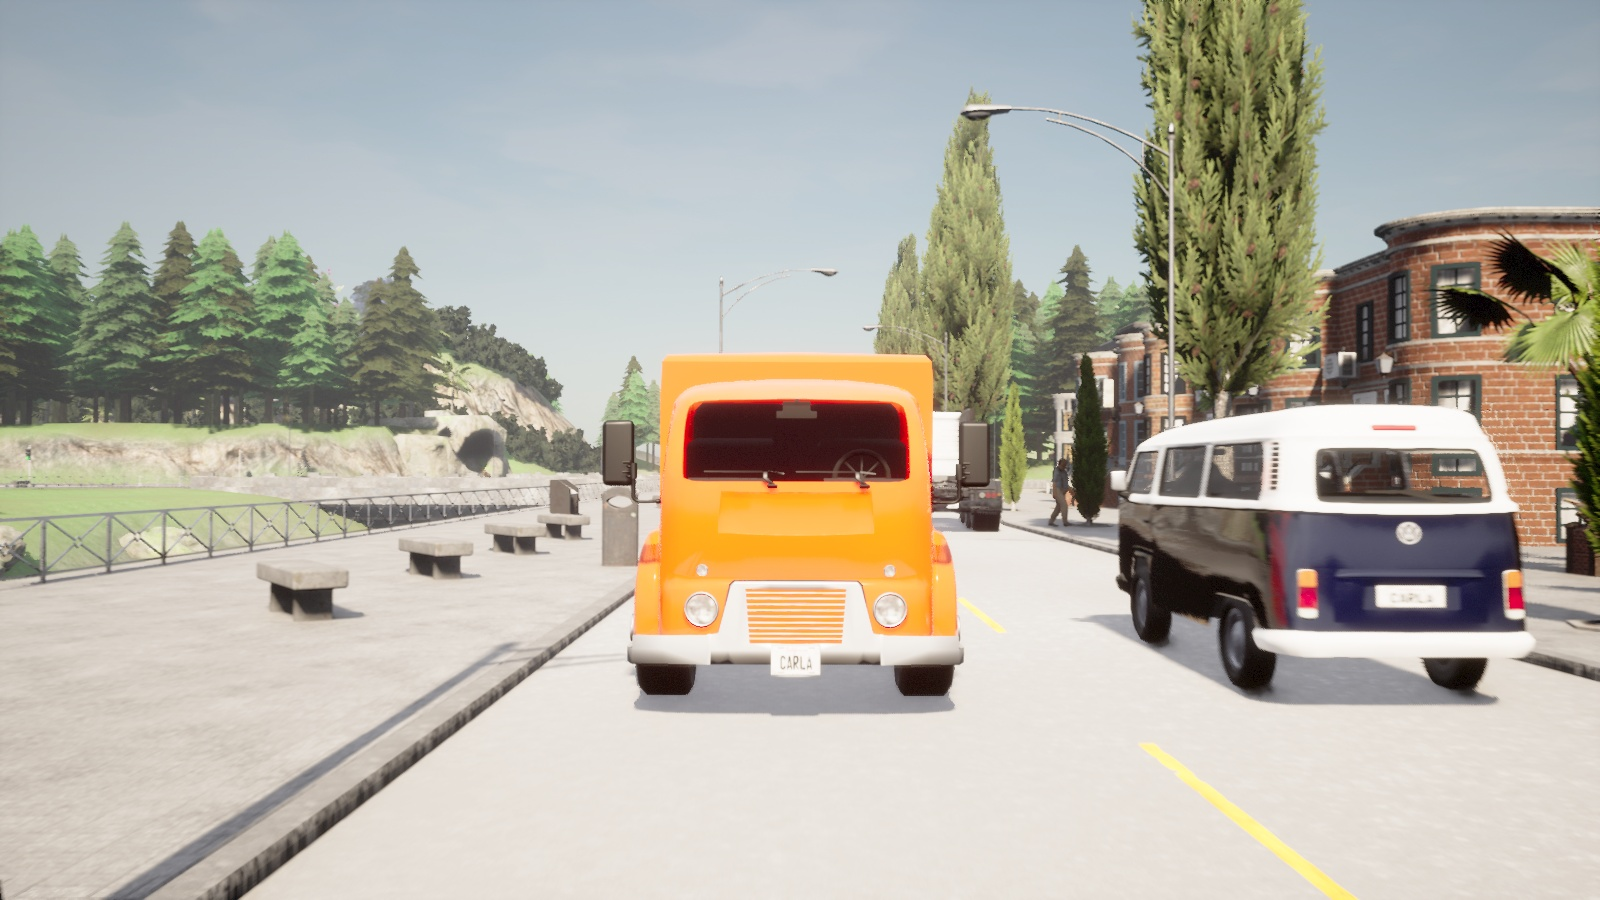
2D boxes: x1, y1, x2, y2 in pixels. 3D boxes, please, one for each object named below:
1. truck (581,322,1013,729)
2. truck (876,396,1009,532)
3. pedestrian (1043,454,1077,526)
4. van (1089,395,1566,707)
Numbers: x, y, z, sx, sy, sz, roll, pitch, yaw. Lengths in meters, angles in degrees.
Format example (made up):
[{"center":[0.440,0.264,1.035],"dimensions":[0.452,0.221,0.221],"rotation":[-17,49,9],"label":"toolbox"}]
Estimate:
[{"center":[-0.030,0.500,10.264],"dimensions":[2.627,2.467,5.204],"rotation":[0,-1,0],"label":"truck"},{"center":[3.902,0.424,36.259],"dimensions":[2.891,3.462,7.936],"rotation":[0,-1,0],"label":"truck"},{"center":[6.813,1.047,32.887],"dimensions":[0.694,1.848,0.540],"rotation":[-1,-1,43],"label":"pedestrian"},{"center":[3.971,0.698,10.478],"dimensions":[2.069,2.038,4.480],"rotation":[0,-1,0],"label":"van"}]
